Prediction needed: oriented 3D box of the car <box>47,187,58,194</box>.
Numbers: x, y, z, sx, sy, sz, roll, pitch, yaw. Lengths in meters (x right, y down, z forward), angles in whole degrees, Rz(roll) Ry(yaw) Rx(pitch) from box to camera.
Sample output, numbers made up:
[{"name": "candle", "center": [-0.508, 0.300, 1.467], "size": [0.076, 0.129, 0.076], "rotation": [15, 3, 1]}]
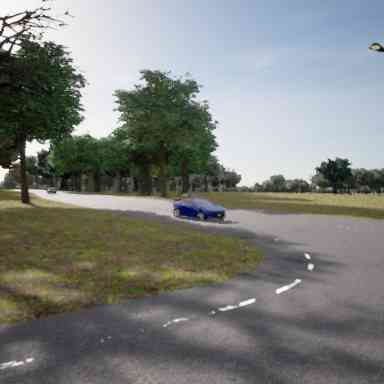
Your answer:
[{"name": "car", "center": [-30.745, -0.250, 73.089], "size": [1.837, 1.490, 4.892], "rotation": [-1, 2, -28]}]

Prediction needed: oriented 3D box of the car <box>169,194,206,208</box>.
[{"name": "car", "center": [-0.586, 0.961, 38.270], "size": [1.895, 1.301, 4.718], "rotation": [-1, 2, -35]}]

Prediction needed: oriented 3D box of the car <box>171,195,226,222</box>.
[{"name": "car", "center": [0.447, 1.228, 24.605], "size": [1.882, 1.535, 5.008], "rotation": [-1, 2, -35]}]
